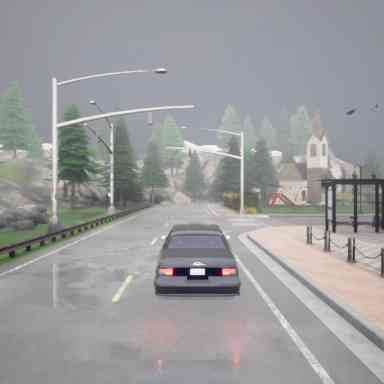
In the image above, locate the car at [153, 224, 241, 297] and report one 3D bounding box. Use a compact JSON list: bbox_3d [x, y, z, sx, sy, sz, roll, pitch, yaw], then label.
[{"bbox_3d":[0.103,1.547,8.762,2.033,1.411,5.357,0,0,0],"label":"car"}]
